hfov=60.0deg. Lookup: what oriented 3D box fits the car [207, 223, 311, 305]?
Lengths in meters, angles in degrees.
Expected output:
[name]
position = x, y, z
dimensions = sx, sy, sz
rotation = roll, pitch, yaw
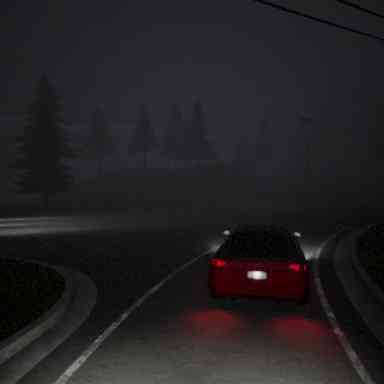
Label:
[car]
position = 1.632, 1.435, 7.949
dimensions = 1.994, 1.385, 4.181
rotation = 0, 1, 13
